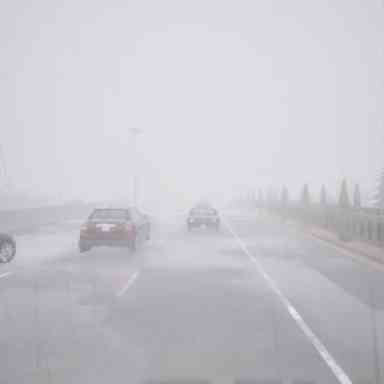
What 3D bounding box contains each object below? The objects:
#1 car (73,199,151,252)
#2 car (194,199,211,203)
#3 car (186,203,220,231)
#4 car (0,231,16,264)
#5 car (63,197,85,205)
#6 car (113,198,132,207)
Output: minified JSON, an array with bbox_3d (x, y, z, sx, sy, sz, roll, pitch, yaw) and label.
[{"bbox_3d":[-3.002,1.329,13.915,2.097,1.767,4.553,0,0,2],"label":"car"},{"bbox_3d":[1.241,1.505,38.234,1.812,1.442,4.674,0,0,2],"label":"car"},{"bbox_3d":[0.690,1.590,20.490,1.895,1.301,4.718,0,0,2],"label":"car"},{"bbox_3d":[-6.646,1.469,8.810,1.837,1.490,4.892,0,0,1],"label":"car"},{"bbox_3d":[-16.148,1.447,46.143,1.812,1.442,4.674,0,-1,2],"label":"car"},{"bbox_3d":[-12.225,1.908,58.960,2.033,1.411,5.357,0,-4,2],"label":"car"}]
